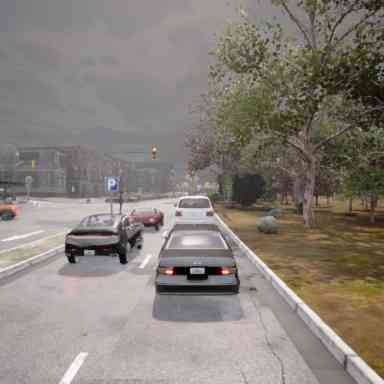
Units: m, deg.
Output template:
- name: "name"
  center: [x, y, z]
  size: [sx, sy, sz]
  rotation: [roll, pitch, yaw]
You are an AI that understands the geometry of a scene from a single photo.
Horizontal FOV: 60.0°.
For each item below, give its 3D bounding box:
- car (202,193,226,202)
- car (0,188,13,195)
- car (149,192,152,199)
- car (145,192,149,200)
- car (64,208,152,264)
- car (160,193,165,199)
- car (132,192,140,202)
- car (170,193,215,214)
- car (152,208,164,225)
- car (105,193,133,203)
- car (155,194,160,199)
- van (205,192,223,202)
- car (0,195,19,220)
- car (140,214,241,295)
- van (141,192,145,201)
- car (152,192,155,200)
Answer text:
- name: "car"
  center: [4.583, 1.141, 70.407]
  size: [4.553, 1.767, 2.185]
  rotation: [1, 0, -14]
- name: "car"
  center: [-31.231, 0.137, 55.668]
  size: [2.002, 1.452, 4.674]
  rotation: [6, -3, -19]
- name: "car"
  center: [-12.735, 1.358, 79.772]
  size: [4.674, 1.452, 2.002]
  rotation: [-1, 0, -13]
- name: "car"
  center: [-13.104, 1.321, 76.777]
  size: [4.892, 1.521, 2.231]
  rotation: [-1, 0, -14]
- name: "car"
  center: [-2.901, 1.505, 11.841]
  size: [2.128, 1.511, 4.902]
  rotation: [0, 0, 0]
- name: "car"
  center: [-11.112, 1.064, 91.764]
  size: [5.566, 2.045, 2.435]
  rotation: [-1, 0, -12]
- name: "car"
  center: [-13.880, 1.315, 67.813]
  size: [5.366, 1.575, 1.946]
  rotation: [-1, 0, -15]
- name: "car"
  center: [0.130, 1.245, 19.106]
  size: [2.150, 2.045, 5.566]
  rotation: [0, 0, 0]
- name: "car"
  center: [-2.853, 1.629, 21.068]
  size: [1.895, 1.301, 4.718]
  rotation: [0, 0, 0]
- name: "car"
  center: [-14.522, 1.358, 64.820]
  size: [4.792, 1.488, 2.163]
  rotation: [-1, 0, -15]
- name: "car"
  center: [-11.559, 1.356, 88.758]
  size: [4.674, 1.452, 2.002]
  rotation: [-1, 0, -12]
- name: "van"
  center: [4.203, 1.042, 67.437]
  size: [4.442, 1.987, 1.878]
  rotation: [1, 0, -14]
- name: "car"
  center: [-16.659, 1.404, 27.011]
  size: [4.553, 1.767, 2.185]
  rotation: [-1, 0, -19]
- name: "car"
  center: [0.096, 1.556, 8.857]
  size: [2.033, 1.411, 5.357]
  rotation: [0, 0, 0]
- name: "van"
  center: [-13.329, 1.092, 73.805]
  size: [4.442, 1.987, 1.878]
  rotation: [-1, 0, -14]
- name: "car"
  center: [-12.367, 1.358, 82.775]
  size: [4.674, 1.452, 2.002]
  rotation: [-1, 0, -13]
